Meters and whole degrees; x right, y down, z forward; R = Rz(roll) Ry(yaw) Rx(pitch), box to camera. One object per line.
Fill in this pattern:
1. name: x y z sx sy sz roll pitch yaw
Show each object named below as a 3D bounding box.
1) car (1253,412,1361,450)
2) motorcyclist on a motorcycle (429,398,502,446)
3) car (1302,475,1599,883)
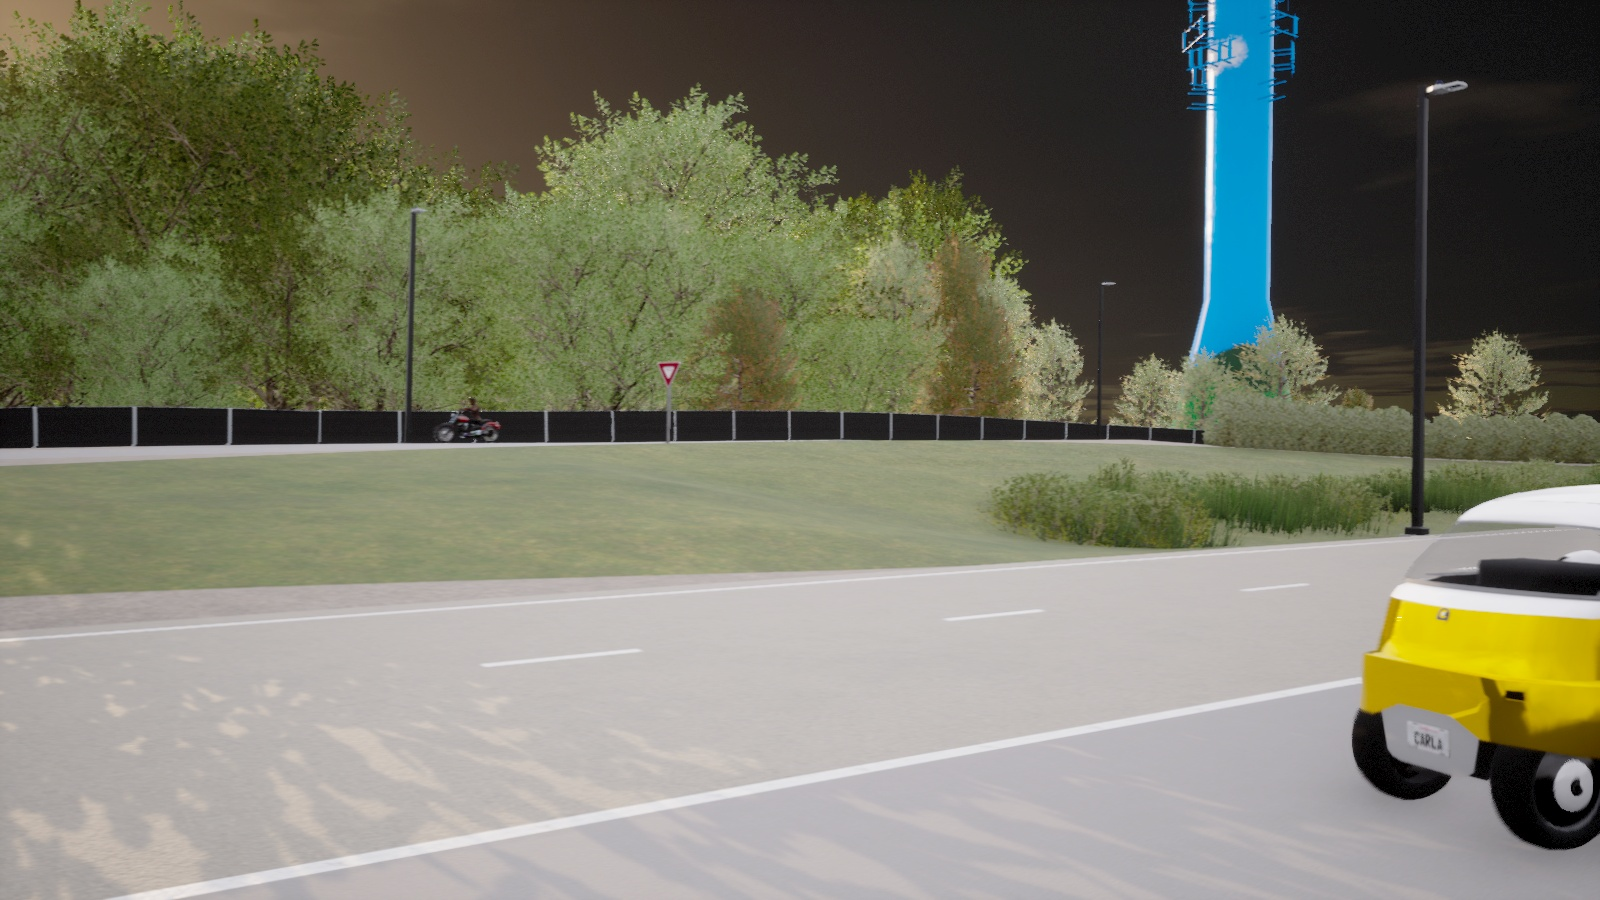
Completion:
1. car: 25.977 -0.951 64.381 5.027 1.651 2.152 3 -1 -22
2. motorcyclist on a motorcycle: -11.706 -0.979 43.973 2.350 1.649 0.766 -1 0 -36
3. car: 3.578 0.807 5.363 2.207 1.376 1.481 0 -1 -17
